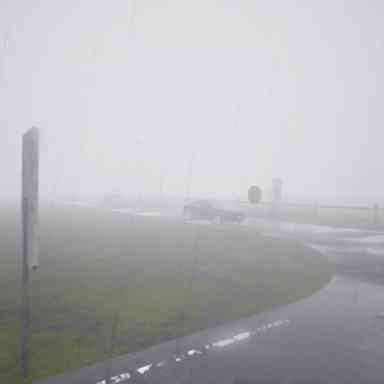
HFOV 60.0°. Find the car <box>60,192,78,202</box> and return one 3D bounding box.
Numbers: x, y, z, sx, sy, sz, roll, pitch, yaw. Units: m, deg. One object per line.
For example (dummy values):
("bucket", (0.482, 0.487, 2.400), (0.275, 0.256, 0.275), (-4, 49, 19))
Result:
("car", (-18.532, 0.720, 49.964), (1.812, 1.442, 4.674), (1, 1, -35))

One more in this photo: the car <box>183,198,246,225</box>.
("car", (1.365, 1.201, 21.838), (1.882, 1.535, 5.008), (1, 1, -35))

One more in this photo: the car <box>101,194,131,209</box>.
("car", (-8.104, 0.957, 35.152), (1.837, 1.490, 4.892), (1, 1, -35))
